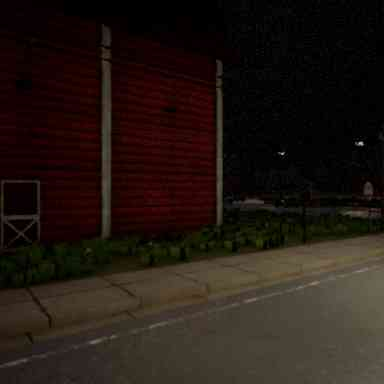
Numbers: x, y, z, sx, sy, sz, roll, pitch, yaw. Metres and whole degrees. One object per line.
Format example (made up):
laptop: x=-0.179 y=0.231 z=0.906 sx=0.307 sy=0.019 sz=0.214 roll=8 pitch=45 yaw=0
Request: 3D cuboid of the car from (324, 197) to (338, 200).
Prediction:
car: x=23.325 y=1.522 z=55.889 sx=3.905 sy=1.438 sz=1.784 roll=0 pitch=0 yaw=-36

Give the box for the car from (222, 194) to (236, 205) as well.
car: x=5.227 y=1.314 z=57.875 sx=3.866 sy=1.878 sz=1.905 roll=0 pitch=0 yaw=-36

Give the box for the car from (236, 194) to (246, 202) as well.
car: x=9.908 y=1.312 z=73.925 sx=4.605 sy=1.855 sz=1.932 roll=0 pitch=0 yaw=-36

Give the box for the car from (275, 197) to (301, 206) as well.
car: x=13.647 y=1.507 z=47.330 sx=4.193 sy=1.474 sz=1.816 roll=0 pitch=0 yaw=-36
